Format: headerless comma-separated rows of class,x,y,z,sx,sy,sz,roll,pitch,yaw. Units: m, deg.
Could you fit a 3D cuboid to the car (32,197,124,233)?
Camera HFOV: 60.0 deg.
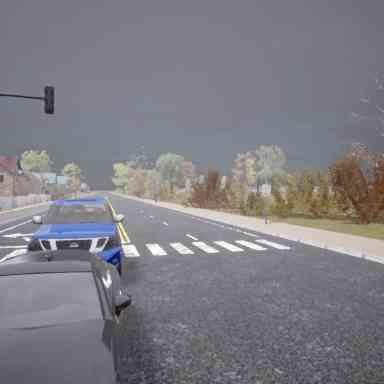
car,-3.342,1.218,10.064,2.150,2.045,5.566,0,0,-15

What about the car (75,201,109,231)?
car,-6.491,1.467,21.902,1.882,1.535,5.008,0,0,-15

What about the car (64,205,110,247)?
car,-4.960,1.498,16.147,1.837,1.490,4.892,0,0,-15

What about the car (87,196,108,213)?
car,-10.555,1.331,37.202,2.097,1.767,4.553,0,0,-15

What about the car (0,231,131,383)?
car,-1.743,1.524,3.965,1.812,1.442,4.674,0,0,-12
